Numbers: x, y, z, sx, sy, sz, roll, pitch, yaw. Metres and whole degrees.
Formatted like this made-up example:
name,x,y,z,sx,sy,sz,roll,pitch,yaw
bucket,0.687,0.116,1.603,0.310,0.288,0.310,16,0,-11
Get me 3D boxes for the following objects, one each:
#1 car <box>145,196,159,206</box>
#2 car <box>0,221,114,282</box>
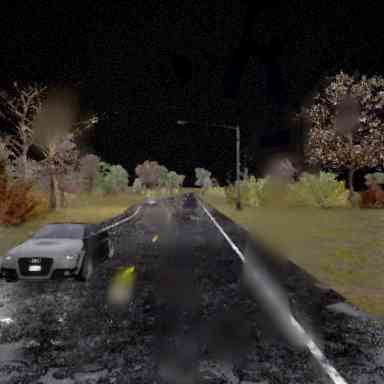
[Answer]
name,x,y,z,sx,sy,sz,roll,pitch,yaw
car,-6.274,1.449,52.343,2.128,1.511,4.902,0,0,-6
car,-3.618,1.565,9.656,1.994,1.385,4.181,0,0,0
